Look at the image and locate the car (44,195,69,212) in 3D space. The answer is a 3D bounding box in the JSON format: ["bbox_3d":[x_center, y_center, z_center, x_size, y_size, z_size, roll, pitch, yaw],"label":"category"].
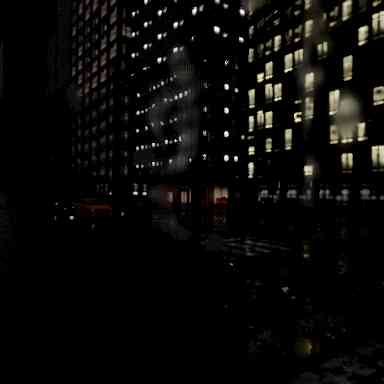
[{"bbox_3d":[-14.024,1.092,35.086,2.097,1.767,4.553,1,0,-37],"label":"car"}]

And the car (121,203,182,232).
[{"bbox_3d":[-2.483,1.393,19.606,2.128,1.511,4.902,1,0,-37],"label":"car"}]

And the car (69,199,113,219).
[{"bbox_3d":[-8.125,1.302,27.167,1.882,1.535,5.008,1,0,-37],"label":"car"}]
